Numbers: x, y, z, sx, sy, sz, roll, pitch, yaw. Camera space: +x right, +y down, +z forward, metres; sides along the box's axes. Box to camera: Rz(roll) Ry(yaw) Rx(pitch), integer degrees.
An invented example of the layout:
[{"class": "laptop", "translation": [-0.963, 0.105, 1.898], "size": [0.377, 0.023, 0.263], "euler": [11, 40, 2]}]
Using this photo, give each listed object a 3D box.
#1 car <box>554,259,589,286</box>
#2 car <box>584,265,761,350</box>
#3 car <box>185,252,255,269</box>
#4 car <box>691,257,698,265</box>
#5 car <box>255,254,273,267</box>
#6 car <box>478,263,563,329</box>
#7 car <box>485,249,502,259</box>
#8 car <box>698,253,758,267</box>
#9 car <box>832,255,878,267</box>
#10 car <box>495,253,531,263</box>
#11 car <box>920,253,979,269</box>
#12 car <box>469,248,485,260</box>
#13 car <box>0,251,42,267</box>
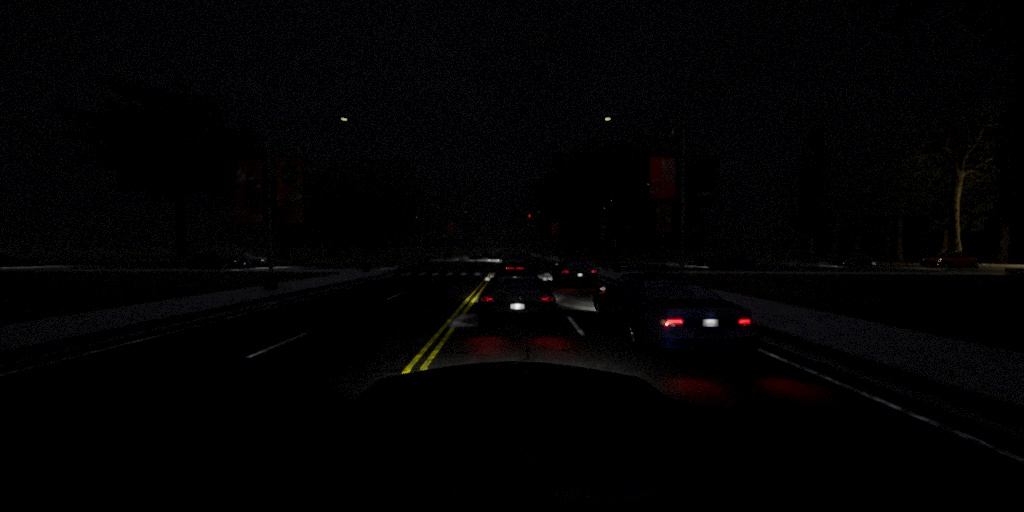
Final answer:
[{"class": "car", "translation": [3.396, 0.856, 19.931], "size": [1.994, 1.385, 4.181], "euler": [0, 1, 0]}, {"class": "car", "translation": [3.368, 1.117, 8.585], "size": [2.033, 1.411, 5.357], "euler": [0, 1, 0]}, {"class": "car", "translation": [-26.676, 0.418, 32.500], "size": [4.892, 1.490, 1.837], "euler": [0, 1, 0]}, {"class": "car", "translation": [23.947, 0.380, 42.723], "size": [4.892, 1.490, 1.837], "euler": [0, 1, 0]}, {"class": "car", "translation": [-26.477, 0.359, 35.754], "size": [4.674, 1.442, 1.812], "euler": [0, 1, 0]}, {"class": "car", "translation": [0.123, 1.090, 10.352], "size": [1.994, 1.385, 4.181], "euler": [0, 2, 0]}, {"class": "car", "translation": [-3.133, -0.180, 63.348], "size": [2.128, 1.511, 4.902], "euler": [0, 1, 1]}, {"class": "car", "translation": [23.931, 0.504, 39.481], "size": [5.357, 1.411, 2.033], "euler": [0, 1, 0]}, {"class": "car", "translation": [40.887, 0.539, 42.797], "size": [4.181, 1.385, 1.994], "euler": [0, 1, 0]}, {"class": "car", "translation": [0.139, 0.773, 20.947], "size": [1.837, 1.490, 4.892], "euler": [0, 1, 0]}, {"class": "car", "translation": [48.156, 0.462, 39.548], "size": [4.553, 1.767, 2.097], "euler": [0, 1, 0]}, {"class": "car", "translation": [-6.381, -0.167, 63.354], "size": [1.837, 1.490, 4.892], "euler": [0, 1, 1]}, {"class": "car", "translation": [-50.036, 0.250, 35.634], "size": [5.008, 1.535, 1.882], "euler": [0, 1, 0]}]
